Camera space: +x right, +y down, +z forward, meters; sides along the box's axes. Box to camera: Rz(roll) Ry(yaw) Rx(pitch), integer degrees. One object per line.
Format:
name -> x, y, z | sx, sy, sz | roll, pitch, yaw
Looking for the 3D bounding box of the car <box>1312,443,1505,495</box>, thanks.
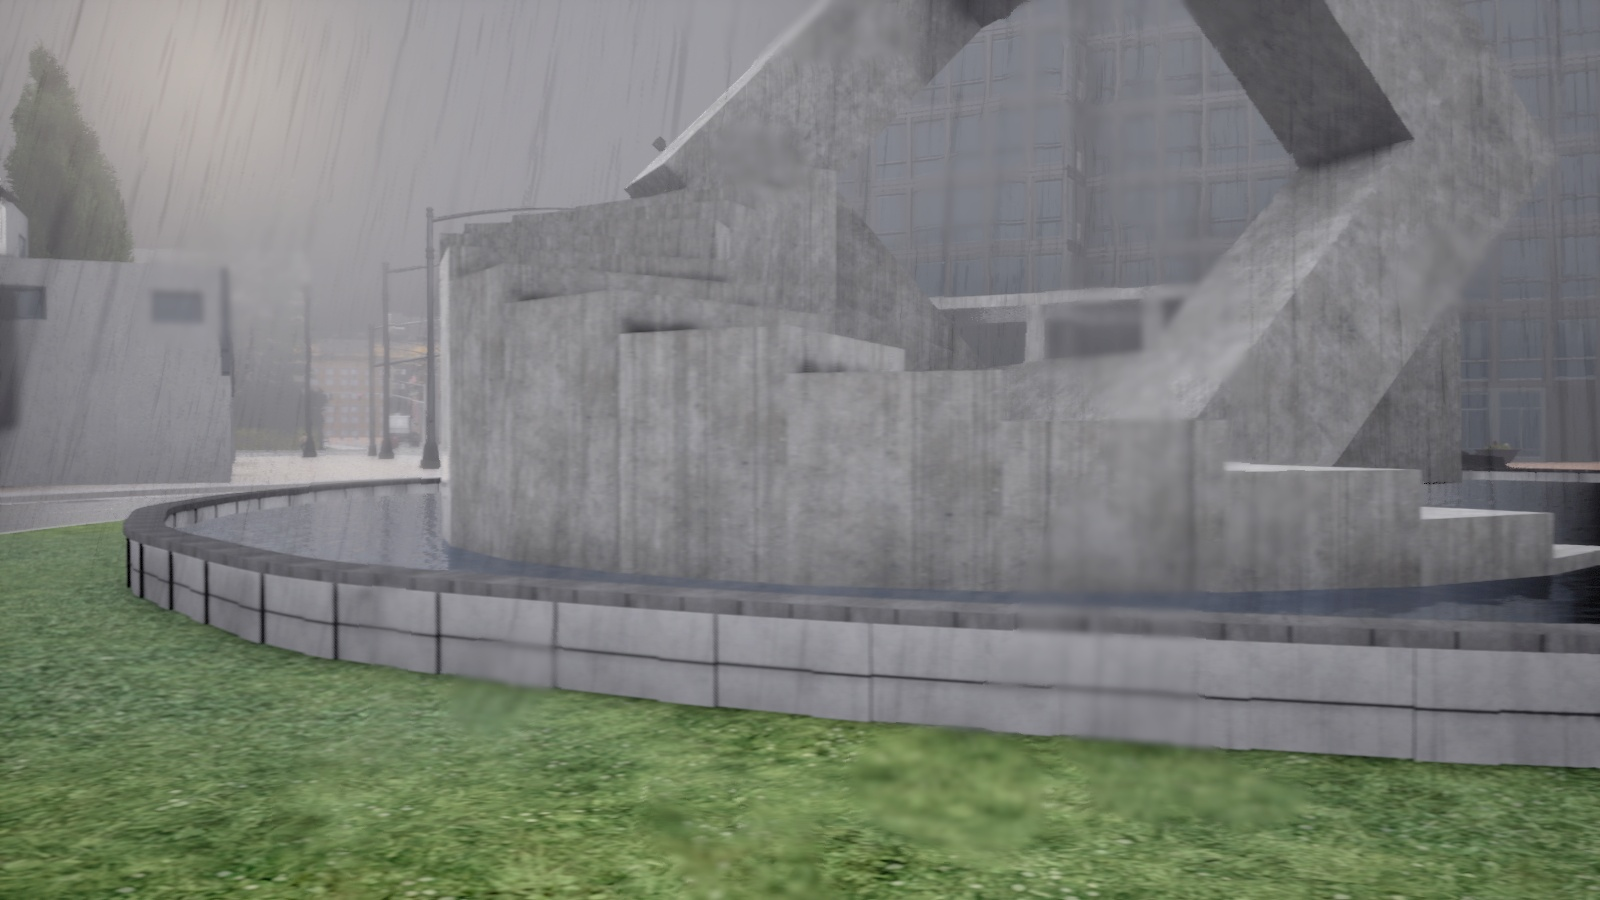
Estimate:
car -> 16.823, 0.493, 34.964 | 4.718, 1.301, 1.895 | 1, 1, 23
